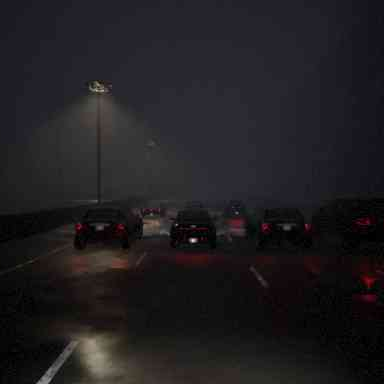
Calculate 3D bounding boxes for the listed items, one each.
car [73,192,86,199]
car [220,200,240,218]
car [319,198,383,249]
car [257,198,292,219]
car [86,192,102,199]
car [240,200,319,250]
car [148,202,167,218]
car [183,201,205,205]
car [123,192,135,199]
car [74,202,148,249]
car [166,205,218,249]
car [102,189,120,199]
[{"bbox_3d":[-23.993,0.780,71.813,2.033,1.411,5.357,0,1,0],"label":"car"},{"bbox_3d":[3.679,1.437,29.548,1.837,1.490,4.892,0,0,0],"label":"car"},{"bbox_3d":[7.063,1.255,14.556,2.150,2.045,5.566,0,0,0],"label":"car"},{"bbox_3d":[7.179,1.406,29.520,1.882,1.535,5.008,0,0,0],"label":"car"},{"bbox_3d":[-20.493,0.765,71.786,2.128,1.511,4.902,0,1,0],"label":"car"},{"bbox_3d":[3.563,1.364,14.522,2.097,1.767,4.553,0,0,0],"label":"car"},{"bbox_3d":[-3.320,1.537,29.633,1.895,1.301,4.718,0,0,0],"label":"car"},{"bbox_3d":[0.180,1.493,29.576,1.994,1.385,4.181,0,0,0],"label":"car"},{"bbox_3d":[-13.493,0.793,71.732,1.994,1.385,4.181,0,1,0],"label":"car"},{"bbox_3d":[-3.437,1.364,14.577,2.097,1.767,4.553,0,0,0],"label":"car"},{"bbox_3d":[0.063,1.514,14.580,1.837,1.490,4.892,0,0,0],"label":"car"},{"bbox_3d":[-16.993,0.466,71.722,2.150,2.045,5.566,0,1,0],"label":"car"}]
